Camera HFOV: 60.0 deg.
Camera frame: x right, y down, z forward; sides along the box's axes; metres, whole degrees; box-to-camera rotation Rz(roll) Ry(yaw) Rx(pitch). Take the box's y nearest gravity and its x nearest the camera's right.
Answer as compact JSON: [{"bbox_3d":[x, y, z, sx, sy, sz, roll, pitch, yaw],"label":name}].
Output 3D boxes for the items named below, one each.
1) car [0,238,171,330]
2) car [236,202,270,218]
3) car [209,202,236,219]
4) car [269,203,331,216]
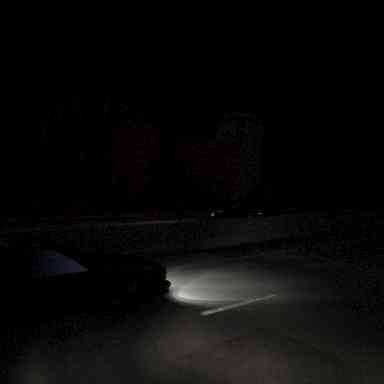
[{"bbox_3d":[-3.051,1.551,5.869,5.357,1.411,2.033,0,0,-35],"label":"car"},{"bbox_3d":[6.078,1.574,25.519,4.902,1.511,2.128,0,0,-35],"label":"car"},{"bbox_3d":[3.660,1.572,28.092,4.902,1.511,2.128,0,0,-35],"label":"car"},{"bbox_3d":[7.723,1.585,22.393,4.892,1.490,1.837,0,0,-35],"label":"car"}]
